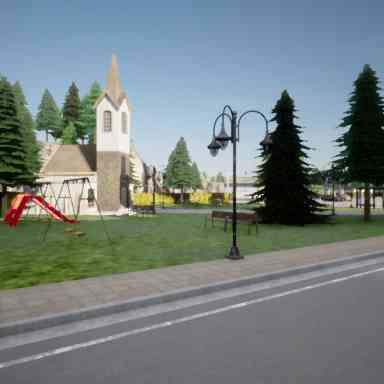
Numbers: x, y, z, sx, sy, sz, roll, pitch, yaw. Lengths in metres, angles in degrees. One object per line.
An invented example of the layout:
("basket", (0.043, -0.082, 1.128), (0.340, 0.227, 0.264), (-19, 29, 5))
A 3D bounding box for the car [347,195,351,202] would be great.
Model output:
("car", (33.144, 1.356, 74.401), (2.152, 1.636, 5.027), (0, 0, -34))

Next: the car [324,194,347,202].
("car", (30.572, 1.365, 72.604), (2.007, 1.523, 4.514), (0, 0, -34))
